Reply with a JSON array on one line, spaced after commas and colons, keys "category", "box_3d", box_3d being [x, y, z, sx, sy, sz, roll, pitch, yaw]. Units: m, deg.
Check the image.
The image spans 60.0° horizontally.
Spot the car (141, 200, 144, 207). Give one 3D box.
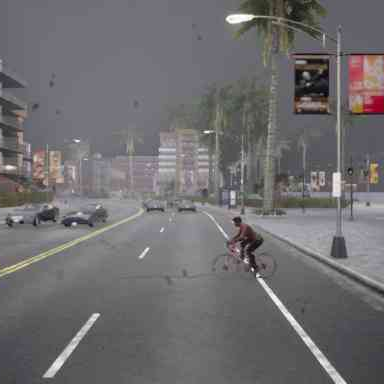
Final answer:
[{"category": "car", "box_3d": [-6.139, 1.564, 48.197, 1.994, 1.385, 4.181, 0, 0, -14]}]

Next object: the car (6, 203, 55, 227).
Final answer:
[{"category": "car", "box_3d": [-10.628, 1.492, 22.588, 2.128, 1.511, 4.902, 0, 0, 0]}]

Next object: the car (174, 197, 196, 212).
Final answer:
[{"category": "car", "box_3d": [-0.694, 1.564, 38.390, 1.994, 1.385, 4.181, 0, 0, -5]}]

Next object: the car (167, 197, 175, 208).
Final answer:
[{"category": "car", "box_3d": [-2.490, 1.491, 48.258, 2.128, 1.511, 4.902, 0, 0, -15]}]

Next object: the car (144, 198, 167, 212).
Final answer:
[{"category": "car", "box_3d": [-4.320, 1.563, 39.114, 1.994, 1.385, 4.181, 0, 0, -6]}]

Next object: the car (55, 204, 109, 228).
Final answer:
[{"category": "car", "box_3d": [-7.099, 1.548, 22.726, 2.033, 1.411, 5.357, 0, 0, 0]}]

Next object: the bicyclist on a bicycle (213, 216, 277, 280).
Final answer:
[{"category": "bicyclist on a bicycle", "box_3d": [1.337, 1.449, 8.508, 1.656, 1.620, 0.582, -1, 0, 0]}]
